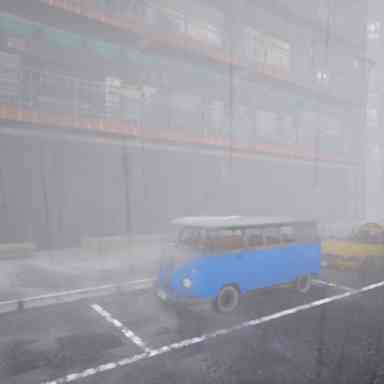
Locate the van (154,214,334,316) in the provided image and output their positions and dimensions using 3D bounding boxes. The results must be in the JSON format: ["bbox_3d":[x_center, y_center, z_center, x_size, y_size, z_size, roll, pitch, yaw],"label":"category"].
[{"bbox_3d":[1.172,1.409,7.391,3.998,1.788,1.690,1,0,-35],"label":"van"}]

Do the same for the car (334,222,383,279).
[{"bbox_3d":[5.528,1.665,10.497,4.829,1.417,1.752,1,0,-35],"label":"car"}]
